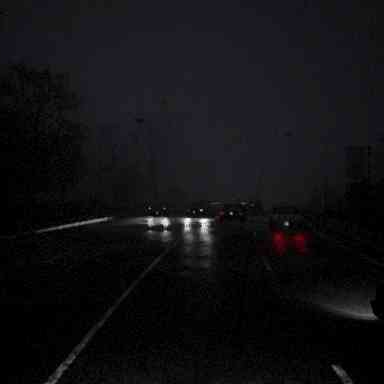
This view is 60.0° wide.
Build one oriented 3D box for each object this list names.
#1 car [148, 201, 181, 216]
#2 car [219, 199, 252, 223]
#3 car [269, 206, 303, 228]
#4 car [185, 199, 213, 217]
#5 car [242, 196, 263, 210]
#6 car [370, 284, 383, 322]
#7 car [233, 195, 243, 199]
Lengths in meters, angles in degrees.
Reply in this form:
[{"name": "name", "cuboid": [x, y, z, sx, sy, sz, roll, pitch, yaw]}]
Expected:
[{"name": "car", "cuboid": [-2.588, 1.557, 31.899, 1.895, 1.301, 4.718, 0, 0, 14]}, {"name": "car", "cuboid": [3.265, 1.534, 25.483, 2.033, 1.411, 5.357, 0, 0, 13]}, {"name": "car", "cuboid": [6.109, 1.602, 22.057, 1.895, 1.301, 4.718, 0, 0, 11]}, {"name": "car", "cuboid": [0.762, 1.476, 30.809, 1.837, 1.490, 4.892, 0, 0, 14]}, {"name": "car", "cuboid": [7.886, 1.550, 42.143, 1.994, 1.385, 4.181, 0, 0, 17]}, {"name": "car", "cuboid": [3.733, 1.554, 2.941, 2.033, 1.411, 5.357, 0, 0, 2]}, {"name": "car", "cuboid": [10.003, 1.453, 70.304, 1.837, 1.490, 4.892, 0, 0, 19]}]
